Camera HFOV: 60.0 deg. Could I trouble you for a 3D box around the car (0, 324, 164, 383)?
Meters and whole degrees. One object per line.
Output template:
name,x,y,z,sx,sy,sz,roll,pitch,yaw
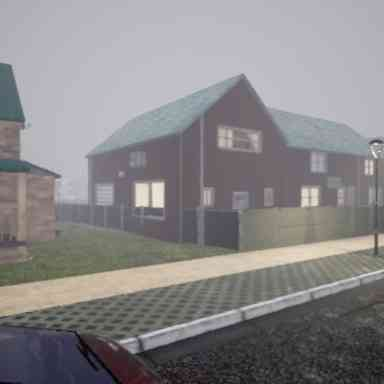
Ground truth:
car,-2.051,1.562,1.601,4.181,1.385,1.994,0,0,-35
